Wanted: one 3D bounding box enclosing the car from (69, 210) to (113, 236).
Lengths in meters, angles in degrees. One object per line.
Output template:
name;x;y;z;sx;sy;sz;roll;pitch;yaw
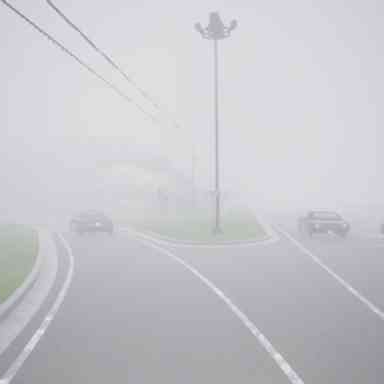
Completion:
car;-6.238;1.799;20.379;1.994;1.385;4.181;0;-1;-28

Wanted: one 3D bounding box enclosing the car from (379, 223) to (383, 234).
car;10.092;1.613;14.394;2.033;1.411;5.357;0;-1;8

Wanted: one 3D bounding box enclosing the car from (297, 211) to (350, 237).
car;7.172;1.727;18.697;1.895;1.301;4.718;0;-1;8
